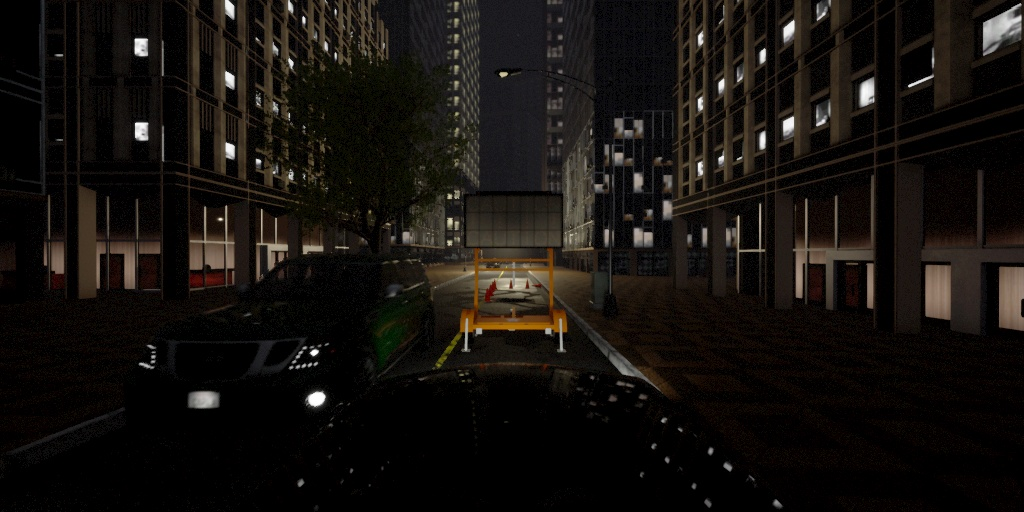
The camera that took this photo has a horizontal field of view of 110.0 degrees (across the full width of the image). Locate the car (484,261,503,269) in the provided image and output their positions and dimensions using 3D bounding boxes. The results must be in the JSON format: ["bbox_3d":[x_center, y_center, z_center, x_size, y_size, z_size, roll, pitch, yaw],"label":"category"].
[{"bbox_3d":[-2.599,1.297,48.594,1.837,1.490,4.892,0,0,0],"label":"car"}]

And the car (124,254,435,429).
[{"bbox_3d":[-2.822,0.971,6.062,2.150,2.045,5.566,0,0,0],"label":"car"}]

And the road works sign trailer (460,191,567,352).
[{"bbox_3d":[0.042,0.214,8.893,2.380,3.560,2.880,0,0,0],"label":"road works sign trailer"}]
